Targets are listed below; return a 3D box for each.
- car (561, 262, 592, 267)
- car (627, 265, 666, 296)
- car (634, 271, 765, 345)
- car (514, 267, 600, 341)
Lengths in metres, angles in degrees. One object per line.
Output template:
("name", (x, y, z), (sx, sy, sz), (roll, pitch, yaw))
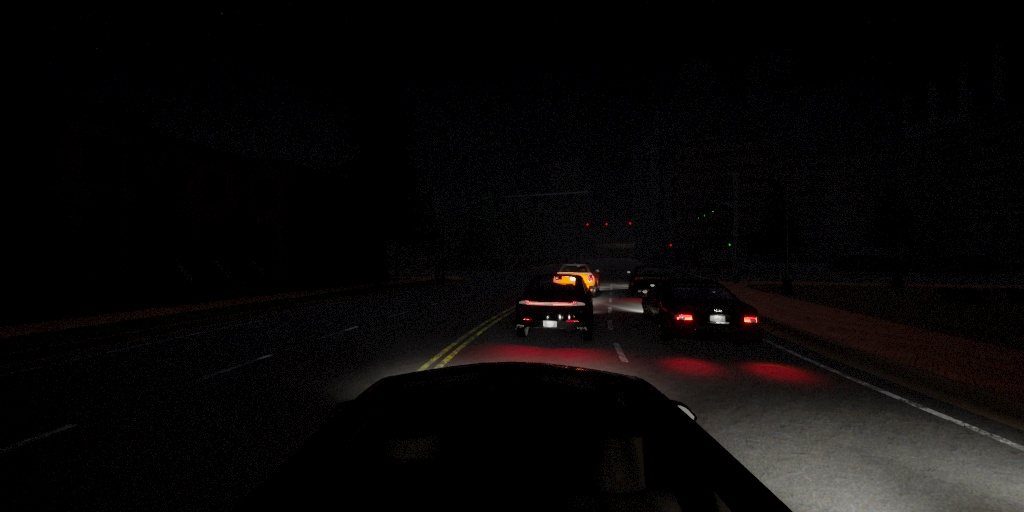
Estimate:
("car", (3.481, 1.102, 18.929), (2.097, 1.767, 4.553), (0, 0, 16))
("car", (7.249, 1.228, 19.102), (1.882, 1.535, 5.008), (0, 0, 16))
("car", (4.692, 1.297, 9.613), (2.033, 1.411, 5.357), (0, 0, 13))
("car", (1.319, 1.242, 10.040), (2.128, 1.511, 4.902), (0, 0, 12))
